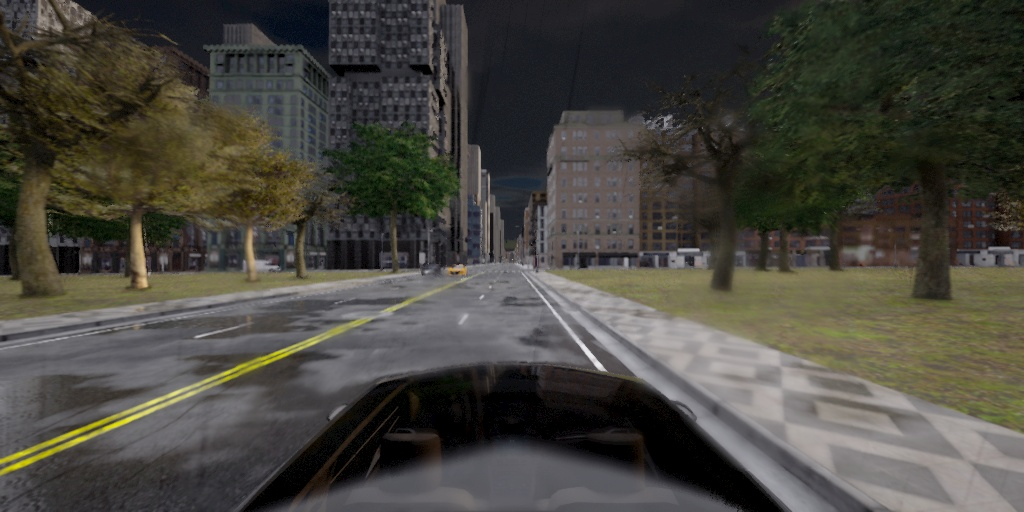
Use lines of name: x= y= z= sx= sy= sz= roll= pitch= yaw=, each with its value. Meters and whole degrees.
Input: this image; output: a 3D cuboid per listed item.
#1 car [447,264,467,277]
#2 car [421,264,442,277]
car: x=-6.585 y=1.752 z=43.591 sx=1.882 sy=1.535 sz=5.008 roll=0 pitch=-1 yaw=0
car: x=-9.833 y=1.775 z=44.169 sx=2.128 sy=1.511 sz=4.902 roll=0 pitch=-1 yaw=0
